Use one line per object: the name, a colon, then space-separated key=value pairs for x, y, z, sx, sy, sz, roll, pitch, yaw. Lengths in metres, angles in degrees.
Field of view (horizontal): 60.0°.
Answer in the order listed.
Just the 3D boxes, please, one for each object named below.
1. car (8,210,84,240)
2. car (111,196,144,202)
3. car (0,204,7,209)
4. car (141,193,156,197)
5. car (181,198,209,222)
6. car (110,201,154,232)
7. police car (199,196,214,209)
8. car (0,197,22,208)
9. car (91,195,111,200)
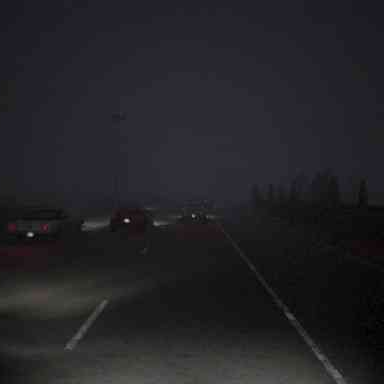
car: x=-6.903 y=1.512 z=16.437 sx=1.895 sy=1.301 sz=4.718 roll=0 pitch=0 yaw=0
car: x=-6.467 y=1.415 z=34.294 sx=1.895 sy=1.301 sz=4.718 roll=0 pitch=0 yaw=5
car: x=-3.401 y=1.214 z=1.333 sx=2.150 sy=2.045 sz=5.566 roll=0 pitch=0 yaw=0
car: x=-8.120 y=0.851 z=60.435 sx=1.812 sy=1.442 sz=4.674 roll=0 pitch=0 yaw=20
car: x=0.119 y=1.392 z=24.742 sx=1.812 sy=1.442 sz=4.674 roll=0 pitch=0 yaw=1
car: x=-3.403 y=1.459 z=19.361 sx=1.994 sy=1.385 sz=4.181 roll=0 pitch=0 yaw=0
police car: x=1.561 y=1.276 z=41.498 sx=2.038 sy=1.542 sz=4.974 roll=0 pitch=0 yaw=10
car: x=-20.494 y=1.331 z=36.196 sx=1.812 sy=1.442 sz=4.674 roll=0 pitch=0 yaw=6
car: x=-14.252 y=1.243 z=52.281 sx=1.812 sy=1.442 sz=4.674 roll=0 pitch=0 yaw=14
